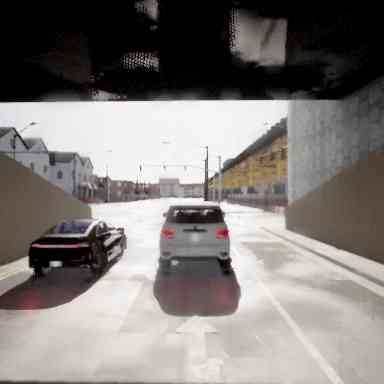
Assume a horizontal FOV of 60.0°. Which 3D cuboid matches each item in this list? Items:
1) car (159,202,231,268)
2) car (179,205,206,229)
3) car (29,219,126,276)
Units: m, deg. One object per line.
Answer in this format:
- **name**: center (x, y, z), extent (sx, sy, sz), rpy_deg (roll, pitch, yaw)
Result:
- **car**: center (0.088, 1.349, 11.895), extent (2.150, 2.045, 5.566), rpy_deg (0, -1, 0)
- **car**: center (-0.022, 1.788, 24.700), extent (1.812, 1.442, 4.674), rpy_deg (0, 0, -2)
- **car**: center (-3.416, 1.607, 10.771), extent (2.128, 1.511, 4.902), rpy_deg (0, -1, 0)
